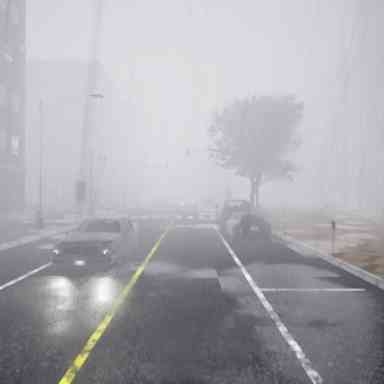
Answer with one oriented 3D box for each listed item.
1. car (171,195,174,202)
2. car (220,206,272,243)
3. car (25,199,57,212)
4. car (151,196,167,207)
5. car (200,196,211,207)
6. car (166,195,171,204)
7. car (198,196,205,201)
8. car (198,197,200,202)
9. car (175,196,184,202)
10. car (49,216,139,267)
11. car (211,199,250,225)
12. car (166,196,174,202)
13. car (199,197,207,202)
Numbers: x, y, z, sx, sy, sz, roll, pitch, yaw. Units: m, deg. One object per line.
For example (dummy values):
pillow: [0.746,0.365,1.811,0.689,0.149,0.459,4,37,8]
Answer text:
car: [-5.716,1.667,76.300,1.967,1.590,4.097,0,0,0]
car: [2.686,1.606,16.261,1.947,1.339,4.313,0,0,0]
car: [-16.438,1.430,34.760,4.403,1.369,2.008,1,-1,-1]
car: [-5.708,1.699,54.169,2.008,1.369,4.403,0,0,0]
car: [2.672,1.692,54.172,1.887,1.381,4.507,0,0,0]
car: [-5.713,1.737,65.235,2.008,1.369,4.403,0,0,0]
car: [2.657,1.816,93.070,1.752,1.417,4.829,0,0,0]
car: [2.667,1.711,65.407,1.752,1.417,4.829,0,0,0]
car: [-3.031,1.754,84.691,1.837,1.490,4.892,0,0,0]
car: [-3.100,1.576,11.836,2.033,1.411,5.357,0,0,0]
car: [2.685,1.369,21.784,2.192,1.841,5.009,0,0,0]
car: [-5.720,1.851,87.364,1.802,1.307,4.206,0,0,0]
car: [2.662,1.829,81.834,1.802,1.307,4.206,0,0,0]
